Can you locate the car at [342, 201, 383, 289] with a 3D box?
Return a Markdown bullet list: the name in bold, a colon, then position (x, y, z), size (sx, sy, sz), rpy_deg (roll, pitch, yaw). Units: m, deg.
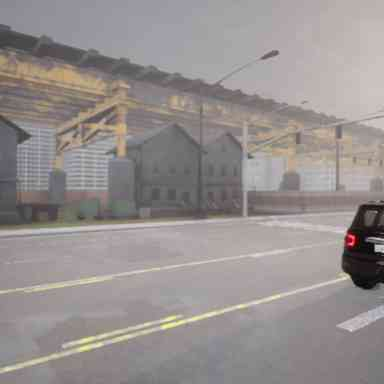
- **car**: position (5.895, 1.256, 8.012), size (5.566, 2.045, 2.150), rpy_deg (2, -1, -35)
